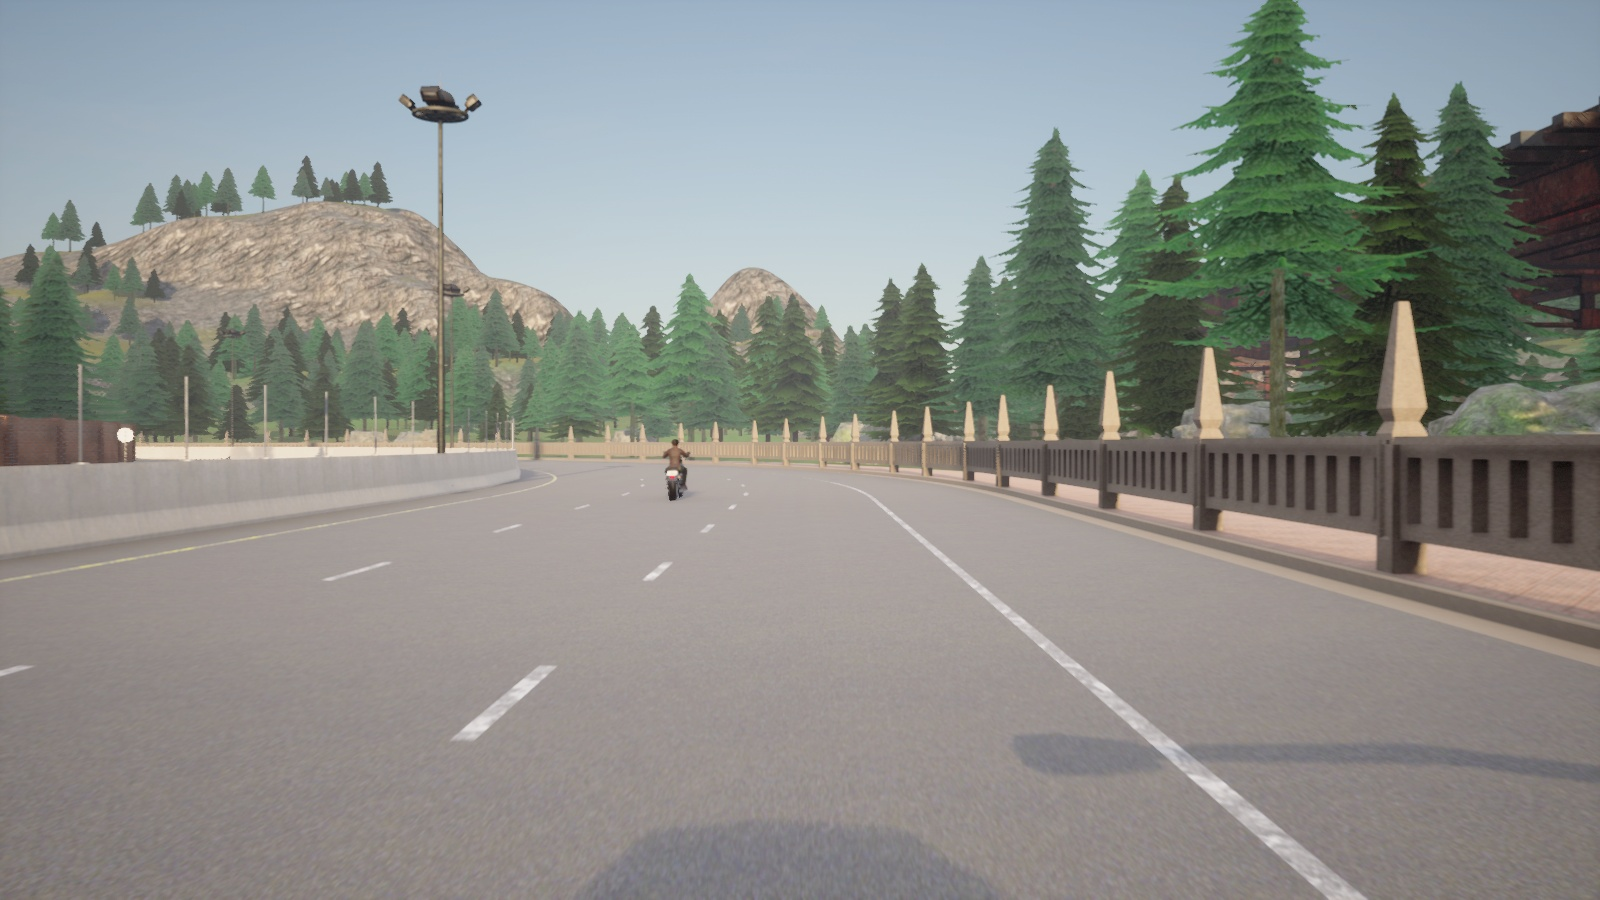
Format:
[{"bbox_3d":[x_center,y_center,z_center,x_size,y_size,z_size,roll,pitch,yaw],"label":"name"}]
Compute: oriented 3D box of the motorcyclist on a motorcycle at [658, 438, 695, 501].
[{"bbox_3d":[-3.314,0.503,33.811,0.766,1.649,2.350,0,0,0],"label":"motorcyclist on a motorcycle"}]
